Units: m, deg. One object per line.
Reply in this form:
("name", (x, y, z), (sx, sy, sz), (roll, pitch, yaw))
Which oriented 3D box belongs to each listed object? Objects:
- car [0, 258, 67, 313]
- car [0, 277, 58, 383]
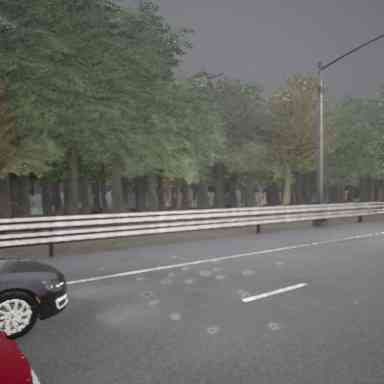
("car", (-4.429, 1.511, 4.885), (4.892, 1.490, 1.837), (0, 0, -36))
("car", (-3.177, 1.614, 1.477), (4.718, 1.301, 1.895), (-1, 0, -36))
